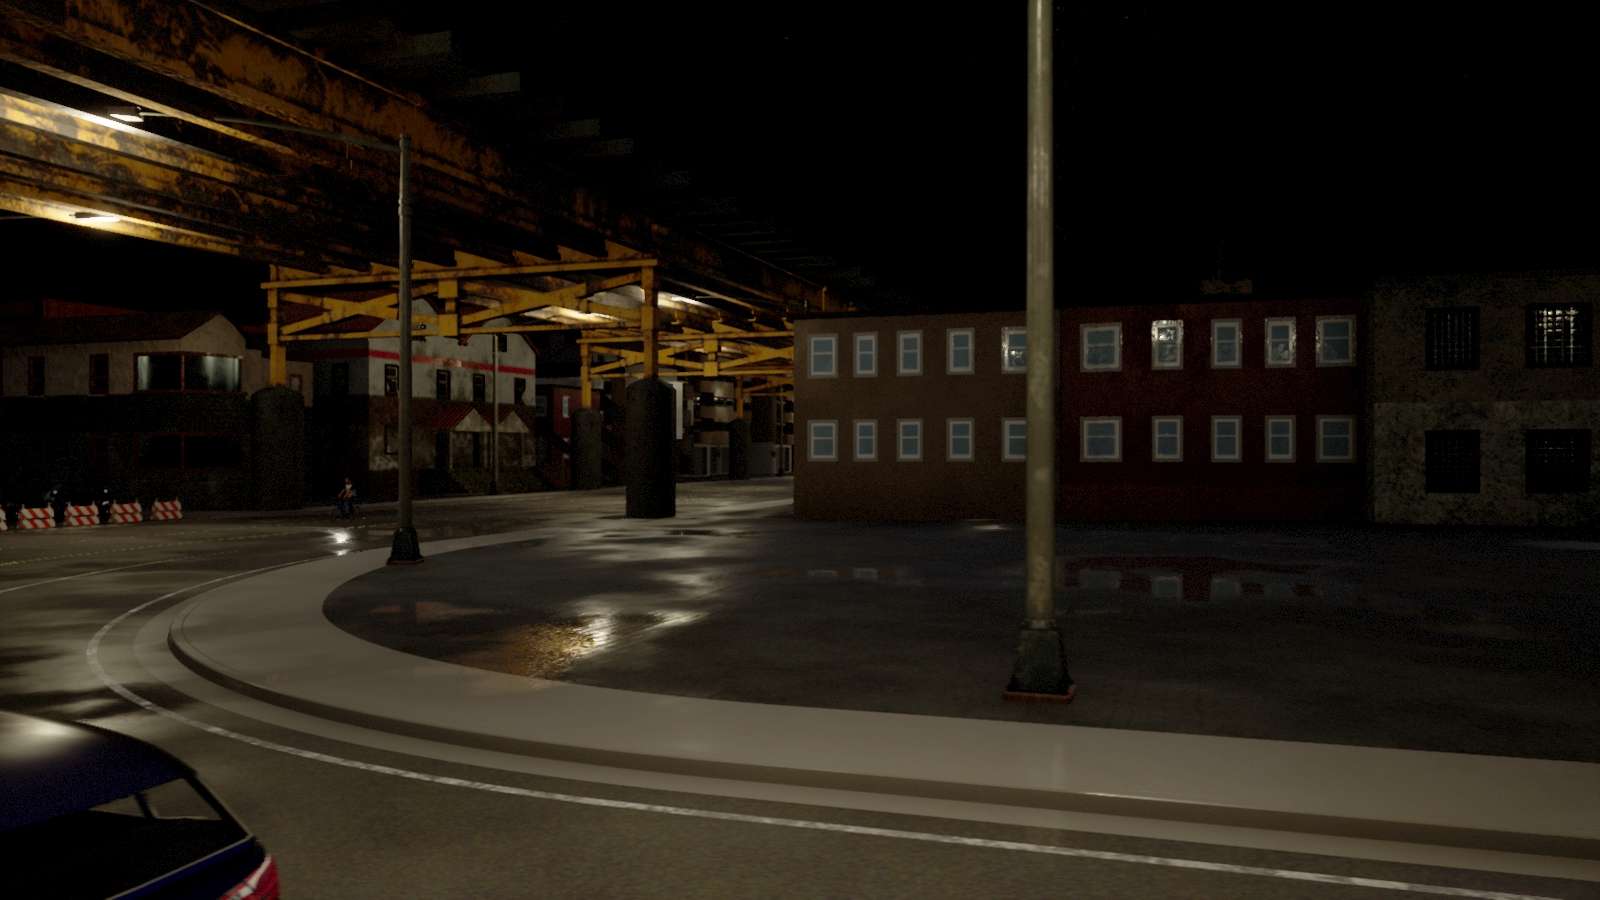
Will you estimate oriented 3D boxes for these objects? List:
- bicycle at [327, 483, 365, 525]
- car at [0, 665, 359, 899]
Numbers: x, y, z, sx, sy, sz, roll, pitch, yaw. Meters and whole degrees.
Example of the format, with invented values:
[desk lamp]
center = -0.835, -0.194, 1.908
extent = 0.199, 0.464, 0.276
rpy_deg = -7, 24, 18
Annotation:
[bicycle]
center = -17.359, 2.066, 43.707
extent = 0.373, 1.521, 1.643
rpy_deg = 0, 0, 19
[car]
center = -4.502, 1.971, 4.929
extent = 4.611, 1.667, 2.242
rpy_deg = 0, 0, 24
